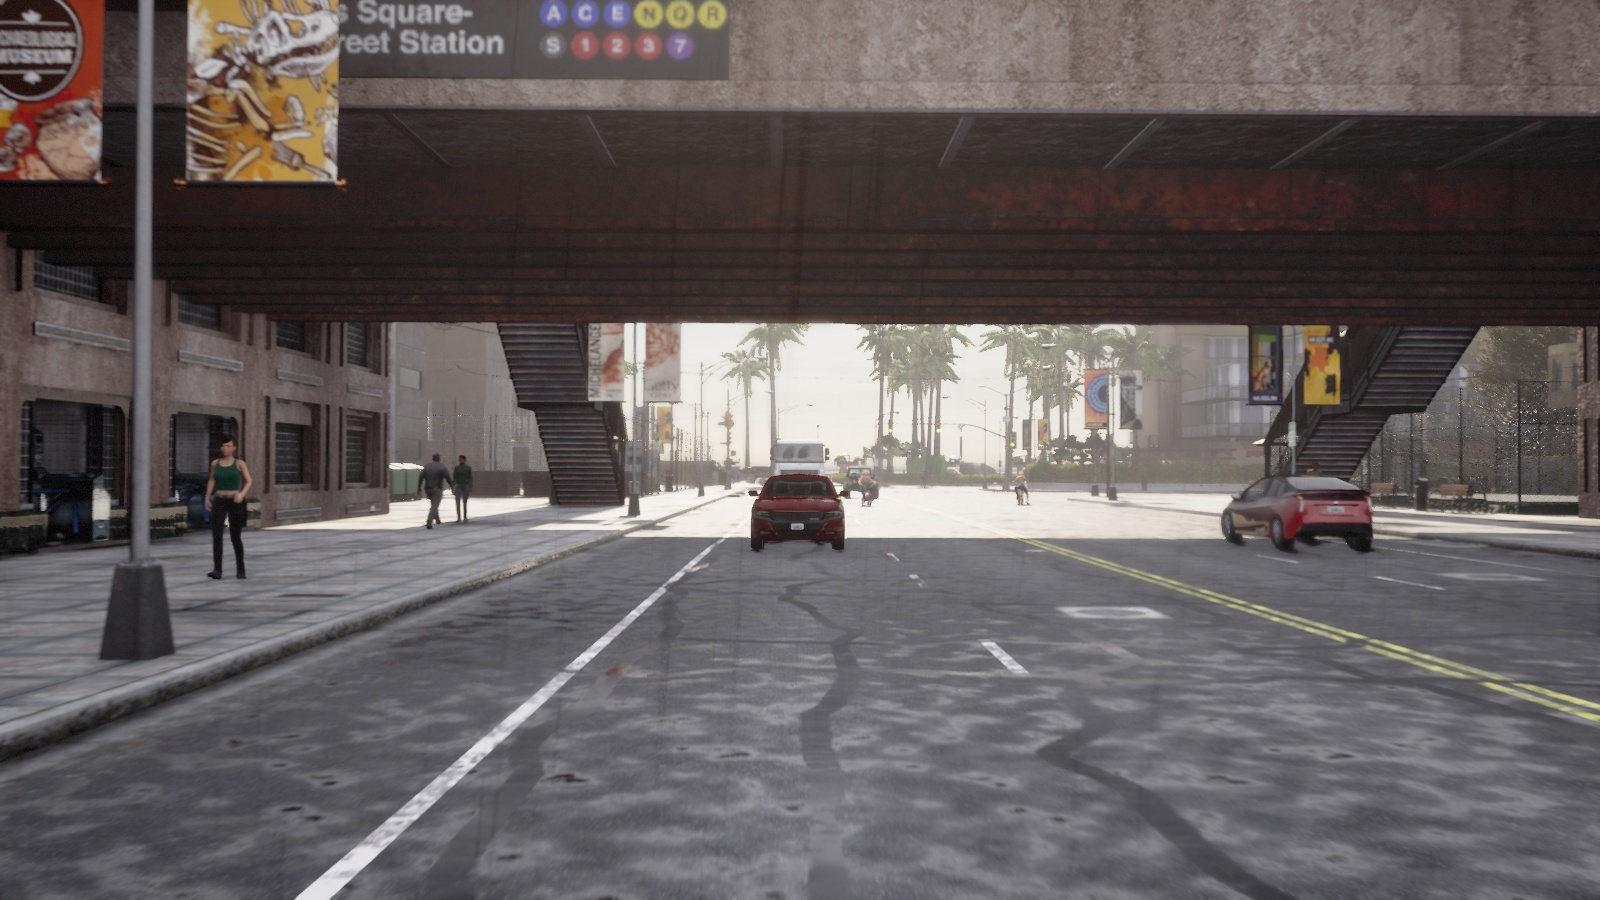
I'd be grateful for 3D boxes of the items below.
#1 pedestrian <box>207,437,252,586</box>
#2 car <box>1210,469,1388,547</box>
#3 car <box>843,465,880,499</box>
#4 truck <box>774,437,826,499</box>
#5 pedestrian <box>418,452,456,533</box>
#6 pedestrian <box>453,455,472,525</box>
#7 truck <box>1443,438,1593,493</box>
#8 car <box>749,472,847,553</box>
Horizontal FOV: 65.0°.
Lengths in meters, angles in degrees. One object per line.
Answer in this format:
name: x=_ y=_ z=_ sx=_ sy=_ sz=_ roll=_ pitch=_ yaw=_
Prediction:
pedestrian: x=-7.191 y=0.765 z=15.837 sx=0.345 sy=1.836 sz=0.594 roll=0 pitch=-1 yaw=-7
car: x=10.483 y=1.168 z=26.786 sx=2.007 sy=1.525 sz=4.514 roll=0 pitch=-1 yaw=0
car: x=3.486 y=1.803 z=72.049 sx=1.905 sy=1.878 sz=3.866 roll=0 pitch=-1 yaw=0
truck: x=-0.020 y=1.075 z=74.230 sx=2.891 sy=3.462 sz=7.936 roll=0 pitch=-1 yaw=0
pedestrian: x=-8.623 y=1.005 z=29.815 sx=0.563 sy=1.883 sz=0.849 roll=0 pitch=-1 yaw=8
pedestrian: x=-8.944 y=1.065 z=33.327 sx=0.353 sy=1.847 sz=0.614 roll=0 pitch=-1 yaw=-1
truck: x=45.825 y=0.993 z=80.280 sx=7.936 sy=3.462 sz=2.891 roll=0 pitch=-1 yaw=-1
car: x=-0.020 y=1.238 z=26.594 sx=1.882 sy=1.535 sz=5.008 roll=0 pitch=-1 yaw=0
